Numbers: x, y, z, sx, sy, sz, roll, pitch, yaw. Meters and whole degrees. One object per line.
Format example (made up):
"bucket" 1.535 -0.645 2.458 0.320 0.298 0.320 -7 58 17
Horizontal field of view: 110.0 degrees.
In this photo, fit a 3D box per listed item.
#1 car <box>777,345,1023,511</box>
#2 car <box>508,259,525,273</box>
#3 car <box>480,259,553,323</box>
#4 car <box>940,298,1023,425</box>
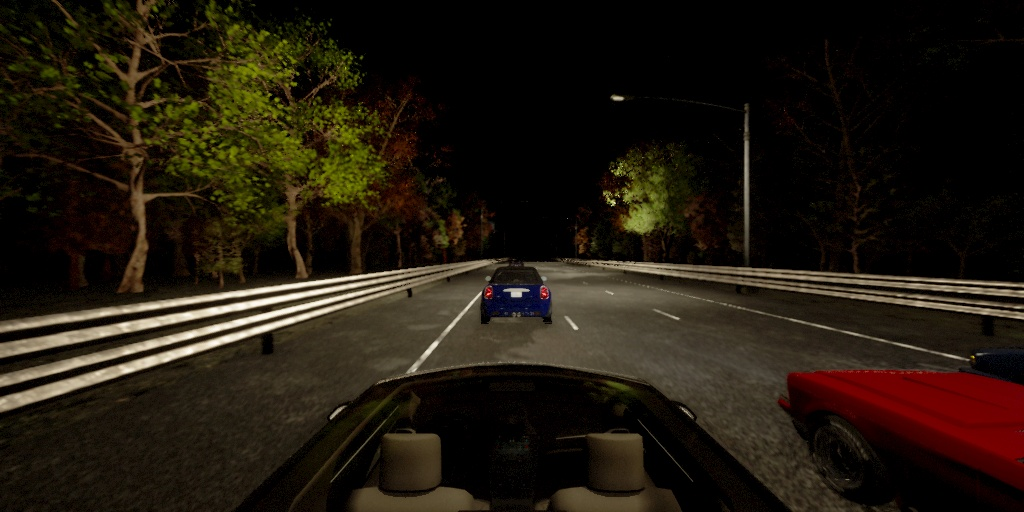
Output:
"car" 3.603 1.352 1.441 1.895 1.301 4.718 0 0 0
"car" 0.547 1.176 44.581 2.033 1.649 4.856 0 0 1
"car" 0.135 1.102 12.189 2.097 1.767 4.553 0 0 0
"car" 7.101 1.299 2.416 2.033 1.411 5.357 0 0 0
